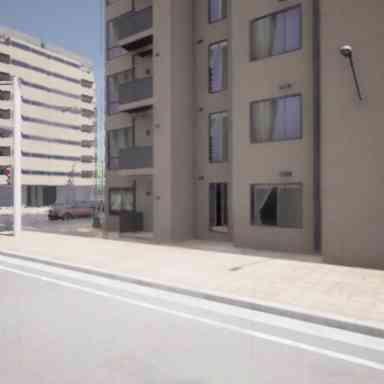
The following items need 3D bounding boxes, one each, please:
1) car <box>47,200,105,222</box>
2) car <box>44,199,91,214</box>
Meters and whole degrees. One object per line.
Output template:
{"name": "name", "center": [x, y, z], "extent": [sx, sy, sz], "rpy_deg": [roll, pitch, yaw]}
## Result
{"name": "car", "center": [-9.907, 1.684, 28.071], "extent": [1.994, 1.385, 4.181], "rpy_deg": [0, 0, 35]}
{"name": "car", "center": [-14.781, 1.664, 39.746], "extent": [2.128, 1.511, 4.902], "rpy_deg": [0, 0, 35]}
